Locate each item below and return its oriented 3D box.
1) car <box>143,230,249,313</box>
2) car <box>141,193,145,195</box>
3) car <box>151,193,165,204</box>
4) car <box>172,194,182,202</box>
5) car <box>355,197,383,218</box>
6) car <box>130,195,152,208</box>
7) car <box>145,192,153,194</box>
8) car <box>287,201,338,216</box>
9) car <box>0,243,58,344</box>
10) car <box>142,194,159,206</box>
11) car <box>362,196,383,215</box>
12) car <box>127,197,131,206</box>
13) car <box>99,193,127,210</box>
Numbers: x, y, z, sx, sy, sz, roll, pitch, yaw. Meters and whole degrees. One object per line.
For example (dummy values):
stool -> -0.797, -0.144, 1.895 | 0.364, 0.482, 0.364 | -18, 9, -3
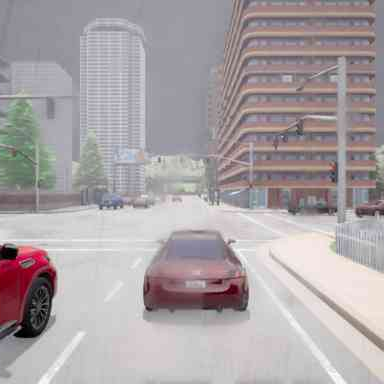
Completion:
car -> 0.092, 1.564, 7.738 | 1.994, 1.385, 4.181 | 0, 0, 1
car -> -10.554, 1.505, 64.206 | 1.837, 1.490, 4.892 | 0, 0, 0
car -> -7.044, 1.526, 65.993 | 1.812, 1.442, 4.674 | 0, 0, 0
car -> -3.513, 1.355, 77.652 | 2.097, 1.767, 4.553 | 0, 0, 0
car -> 16.573, 1.422, 29.026 | 5.008, 1.535, 1.882 | 0, 0, -20
car -> -7.090, 1.526, 46.873 | 1.812, 1.442, 4.674 | 0, 0, -1
car -> -10.512, 1.225, 74.734 | 2.150, 2.045, 5.566 | 0, 0, 0
car -> 11.418, 1.545, 31.297 | 4.718, 1.301, 1.895 | 0, 0, -12
car -> -3.432, 1.221, 3.462 | 2.150, 2.045, 5.566 | 0, 0, 0
car -> -7.097, 1.526, 55.730 | 1.812, 1.442, 4.674 | 0, 0, 0
car -> 19.860, 1.297, 34.142 | 4.553, 1.767, 2.097 | 0, 0, -27
car -> -10.599, 1.526, 53.773 | 1.812, 1.442, 4.674 | 0, 0, 0
car -> -10.583, 1.221, 44.018 | 2.150, 2.045, 5.566 | 0, 0, 2
